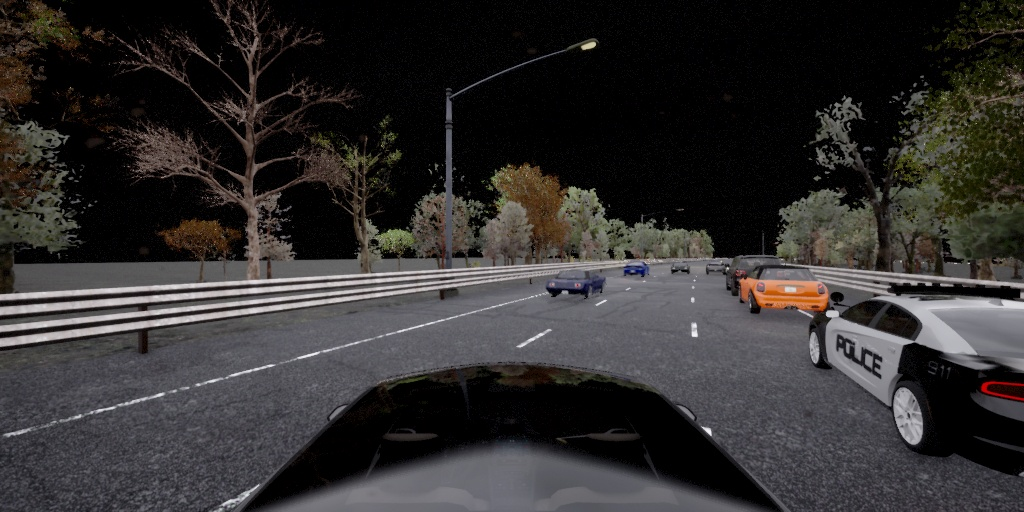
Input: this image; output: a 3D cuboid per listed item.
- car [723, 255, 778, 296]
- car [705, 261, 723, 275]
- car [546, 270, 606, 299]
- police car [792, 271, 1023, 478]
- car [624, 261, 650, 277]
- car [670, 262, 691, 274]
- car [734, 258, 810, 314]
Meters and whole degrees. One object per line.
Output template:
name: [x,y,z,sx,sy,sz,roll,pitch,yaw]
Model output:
car: [12.599,0.977,18.755,2.150,2.045,5.566,0,0,27]
car: [22.352,1.259,39.343,2.128,1.511,4.902,0,0,29]
car: [3.402,1.351,18.154,1.895,1.301,4.718,0,0,27]
police car: [5.596,1.174,4.682,1.930,1.638,5.238,0,0,26]
car: [12.365,1.238,35.423,1.882,1.535,5.008,0,0,28]
car: [19.237,1.367,40.819,1.895,1.301,4.718,0,0,28]
car: [9.899,1.101,13.415,2.097,1.767,4.553,0,0,27]
